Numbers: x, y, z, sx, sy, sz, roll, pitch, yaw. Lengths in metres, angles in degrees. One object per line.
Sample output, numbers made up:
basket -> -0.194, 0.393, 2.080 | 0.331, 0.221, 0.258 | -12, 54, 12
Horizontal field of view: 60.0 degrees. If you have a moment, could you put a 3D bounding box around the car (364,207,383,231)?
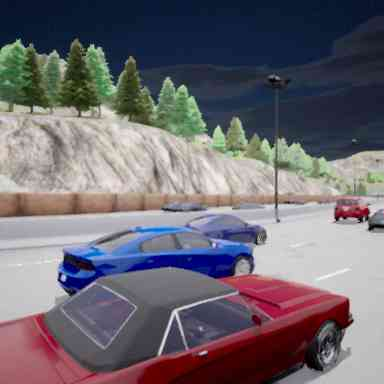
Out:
car -> 13.121, 1.821, 22.116 | 1.994, 1.385, 4.181 | 0, -1, 38

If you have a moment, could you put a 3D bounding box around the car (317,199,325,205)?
car -> 30.550, 2.367, 77.095 | 1.994, 1.385, 4.181 | 0, -1, 35

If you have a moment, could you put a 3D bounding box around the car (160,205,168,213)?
car -> -1.854, 1.945, 43.195 | 2.033, 1.411, 5.357 | 0, -1, 35

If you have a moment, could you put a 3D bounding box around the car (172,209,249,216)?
car -> 1.288, 1.665, 14.271 | 4.674, 1.442, 1.812 | 1, -1, -42

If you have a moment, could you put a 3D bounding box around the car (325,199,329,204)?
car -> 31.089, 2.014, 71.763 | 2.150, 2.045, 5.566 | 0, -1, 35

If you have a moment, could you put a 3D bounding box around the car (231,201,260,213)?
car -> 7.102, 1.943, 43.758 | 1.837, 1.490, 4.892 | 0, -1, 35

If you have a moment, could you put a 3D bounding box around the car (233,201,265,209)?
car -> 6.504, 1.877, 36.820 | 1.837, 1.490, 4.892 | 0, -1, 35

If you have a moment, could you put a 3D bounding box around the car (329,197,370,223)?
car -> 13.994, 1.546, 28.982 | 2.150, 2.045, 5.566 | 0, -1, 36

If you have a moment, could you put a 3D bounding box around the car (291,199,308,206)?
car -> 24.414, 2.342, 74.434 | 1.994, 1.385, 4.181 | 0, -1, 35

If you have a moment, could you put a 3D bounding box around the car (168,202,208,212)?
car -> -0.098, 1.918, 39.605 | 2.033, 1.411, 5.357 | 0, -1, 35

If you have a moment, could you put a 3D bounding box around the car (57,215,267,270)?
car -> -0.574, 1.552, 8.051 | 5.008, 1.535, 1.882 | 1, 0, -38

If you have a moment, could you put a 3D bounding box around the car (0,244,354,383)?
car -> -0.029, 1.639, 4.024 | 4.718, 1.301, 1.895 | 1, -1, -37

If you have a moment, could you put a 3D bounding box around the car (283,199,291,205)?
car -> 23.285, 2.413, 78.923 | 1.895, 1.301, 4.718 | 0, -1, 35
